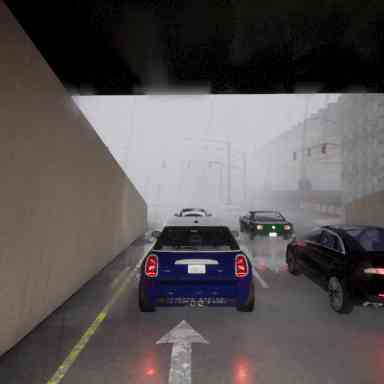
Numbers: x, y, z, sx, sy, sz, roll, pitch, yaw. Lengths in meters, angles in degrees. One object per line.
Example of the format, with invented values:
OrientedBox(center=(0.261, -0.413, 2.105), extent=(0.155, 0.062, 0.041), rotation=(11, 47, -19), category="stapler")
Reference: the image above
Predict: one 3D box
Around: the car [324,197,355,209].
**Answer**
OrientedBox(center=(17.548, 1.295, 39.367), extent=(1.853, 1.218, 4.536), rotation=(0, 0, 45), category="car")

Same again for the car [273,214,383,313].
OrientedBox(center=(3.582, 1.492, 7.616), extent=(2.128, 1.511, 4.902), rotation=(0, 0, 0), category="car")

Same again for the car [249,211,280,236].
OrientedBox(center=(3.589, 1.601, 16.942), extent=(1.895, 1.301, 4.718), rotation=(0, 0, 0), category="car")

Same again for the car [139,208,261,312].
OrientedBox(center=(0.083, 1.352, 7.882), extent=(2.097, 1.767, 4.553), rotation=(0, 0, 0), category="car")

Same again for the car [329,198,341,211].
OrientedBox(center=(17.410, 1.453, 34.723), extent=(2.038, 1.542, 4.974), rotation=(0, 0, -35), category="car")

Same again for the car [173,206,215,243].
OrientedBox(center=(0.067, 1.526, 16.934), extent=(1.812, 1.442, 4.674), rotation=(0, 0, 0), category="car")

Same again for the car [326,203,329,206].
OrientedBox(center=(17.512, 1.453, 39.330), extent=(2.038, 1.542, 4.974), rotation=(0, 0, 45), category="car")
